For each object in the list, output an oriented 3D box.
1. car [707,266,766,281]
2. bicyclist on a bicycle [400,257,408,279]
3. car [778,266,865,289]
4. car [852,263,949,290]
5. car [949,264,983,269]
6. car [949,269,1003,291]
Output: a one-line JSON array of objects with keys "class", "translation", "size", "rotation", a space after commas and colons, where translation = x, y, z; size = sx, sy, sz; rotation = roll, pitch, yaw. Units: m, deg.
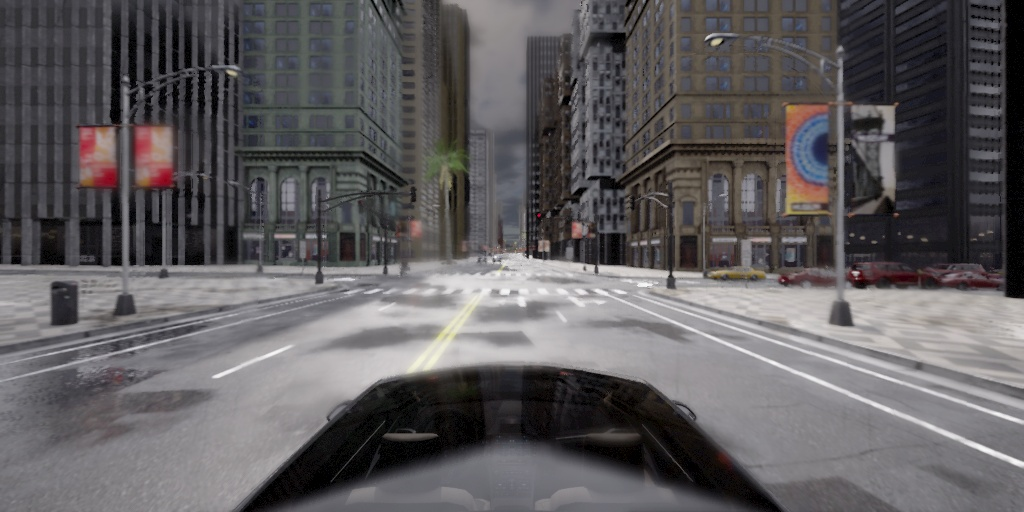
[{"class": "car", "translation": [20.573, 1.562, 32.979], "size": [4.829, 1.417, 1.751], "rotation": [0, 0, 0]}, {"class": "bicyclist on a bicycle", "translation": [-8.762, 0.997, 29.012], "size": [0.659, 1.776, 1.843], "rotation": [1, 0, 0]}, {"class": "car", "translation": [20.715, 1.562, 24.451], "size": [4.507, 1.381, 1.888], "rotation": [0, 0, 0]}, {"class": "car", "translation": [25.803, 1.401, 24.436], "size": [5.009, 1.841, 2.192], "rotation": [0, 0, 0]}, {"class": "car", "translation": [40.286, 1.618, 32.942], "size": [5.009, 1.841, 2.192], "rotation": [0, 0, 0]}, {"class": "car", "translation": [30.890, 1.738, 24.420], "size": [4.207, 1.307, 1.802], "rotation": [0, 0, 0]}]
